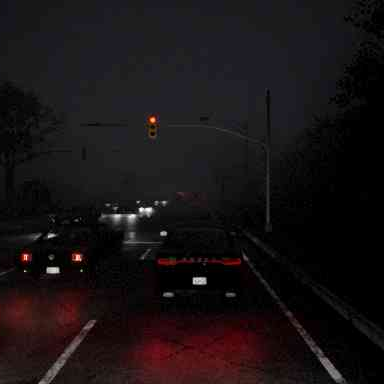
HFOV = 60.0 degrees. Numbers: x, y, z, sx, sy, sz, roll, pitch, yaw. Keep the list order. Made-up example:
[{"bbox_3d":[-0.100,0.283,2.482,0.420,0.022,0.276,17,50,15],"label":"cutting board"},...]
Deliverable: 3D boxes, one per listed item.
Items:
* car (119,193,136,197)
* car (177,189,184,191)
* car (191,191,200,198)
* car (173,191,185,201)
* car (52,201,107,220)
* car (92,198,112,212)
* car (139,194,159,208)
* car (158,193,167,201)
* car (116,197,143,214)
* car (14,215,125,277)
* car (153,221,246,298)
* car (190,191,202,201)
[{"bbox_3d":[-10.049,1.214,51.953,2.150,2.045,5.566,0,0,1],"label":"car"},{"bbox_3d":[-2.656,0.173,77.289,2.097,1.767,4.553,0,3,1],"label":"car"},{"bbox_3d":[0.848,0.561,77.644,1.895,1.301,4.718,0,3,1],"label":"car"},{"bbox_3d":[-2.779,1.070,66.912,2.033,1.411,5.357,0,3,1],"label":"car"},{"bbox_3d":[-6.930,1.506,20.400,1.837,1.490,4.892,0,0,1],"label":"car"},{"bbox_3d":[-10.237,1.477,36.682,1.882,1.535,5.008,0,0,1],"label":"car"},{"bbox_3d":[-6.583,1.490,49.307,2.128,1.511,4.902,0,0,1],"label":"car"},{"bbox_3d":[-6.276,0.938,68.140,1.882,1.535,5.008,0,3,1],"label":"car"},{"bbox_3d":[-6.753,1.526,35.423,1.812,1.442,4.674,0,0,1],"label":"car"},{"bbox_3d":[-3.368,1.601,10.241,1.895,1.301,4.718,0,0,-1],"label":"car"},{"bbox_3d":[0.157,1.478,8.564,1.882,1.535,5.008,0,0,0],"label":"car"},{"bbox_3d":[0.821,0.738,66.978,2.150,2.045,5.566,0,3,1],"label":"car"}]
